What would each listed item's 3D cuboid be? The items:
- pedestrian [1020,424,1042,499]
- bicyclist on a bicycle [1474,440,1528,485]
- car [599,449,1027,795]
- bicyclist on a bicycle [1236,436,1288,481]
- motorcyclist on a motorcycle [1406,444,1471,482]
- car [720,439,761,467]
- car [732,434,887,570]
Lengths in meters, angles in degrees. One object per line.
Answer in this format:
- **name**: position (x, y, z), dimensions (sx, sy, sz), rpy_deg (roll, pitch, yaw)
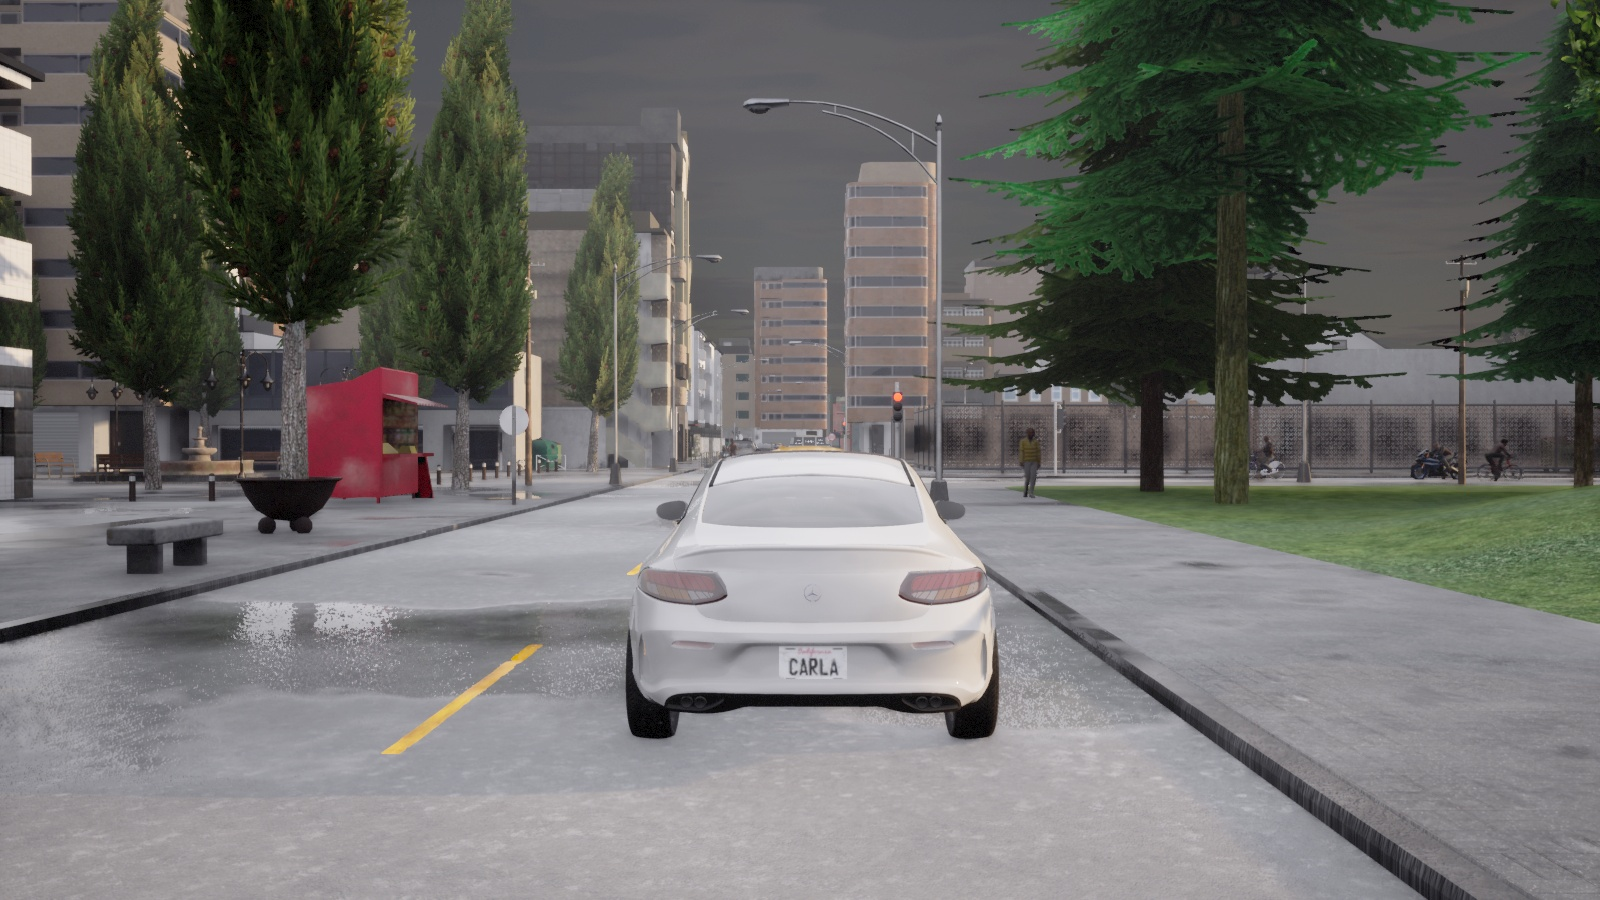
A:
- **pedestrian**: position (5.761, 0.284, 31.340), dimensions (0.370, 1.835, 0.726), rpy_deg (0, 0, -2)
- **bicyclist on a bicycle**: position (25.938, 0.458, 46.498), dimensions (1.656, 1.620, 0.582), rpy_deg (1, 0, 0)
- **car**: position (0.067, 0.729, 7.659), dimensions (1.812, 1.442, 4.674), rpy_deg (0, 0, 0)
- **bicyclist on a bicycle**: position (18.591, 0.347, 50.540), dimensions (1.843, 1.776, 0.659), rpy_deg (0, 0, 0)
- **motorcyclist on a motorcycle**: position (25.661, 0.517, 50.500), dimensions (2.191, 1.530, 0.866), rpy_deg (0, 0, 0)
- **car**: position (-3.567, 0.159, 75.994), dimensions (2.242, 1.667, 4.611), rpy_deg (0, 0, 0)
- **car**: position (0.130, 0.588, 17.254), dimensions (1.801, 1.575, 5.366), rpy_deg (0, 0, 0)
